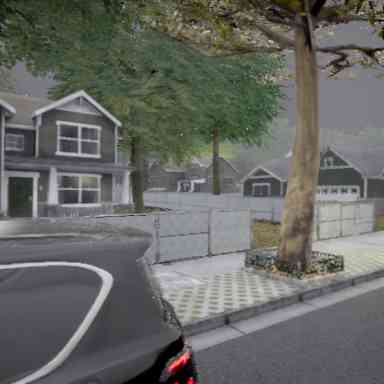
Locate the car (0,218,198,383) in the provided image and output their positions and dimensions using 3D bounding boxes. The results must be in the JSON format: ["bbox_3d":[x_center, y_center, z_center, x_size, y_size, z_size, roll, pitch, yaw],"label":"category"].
[{"bbox_3d":[-2.533,1.223,1.265,5.566,2.045,2.150,0,0,-35],"label":"car"}]
